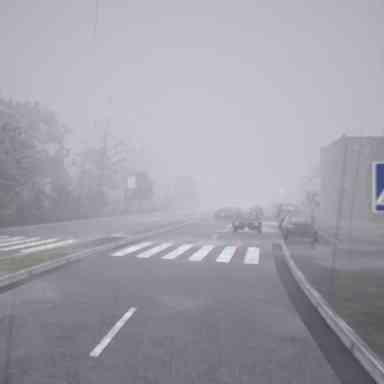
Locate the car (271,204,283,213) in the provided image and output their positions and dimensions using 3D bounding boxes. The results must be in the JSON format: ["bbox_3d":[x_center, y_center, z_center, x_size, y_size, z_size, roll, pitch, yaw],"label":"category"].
[{"bbox_3d":[16.025,3.066,62.972,2.097,1.535,5.008,1,-1,13],"label":"car"}]

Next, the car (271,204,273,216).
[{"bbox_3d":[11.148,2.570,41.296,2.002,1.452,4.674,1,-1,13],"label":"car"}]

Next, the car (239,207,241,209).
[{"bbox_3d":[6.240,2.700,48.527,1.895,1.301,4.718,1,-1,13],"label":"car"}]

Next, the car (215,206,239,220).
[{"bbox_3d":[3.797,2.394,37.677,1.994,1.385,4.181,1,-1,13],"label":"car"}]

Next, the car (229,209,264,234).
[{"bbox_3d":[4.009,2.153,23.718,1.895,1.301,4.718,1,-1,12],"label":"car"}]

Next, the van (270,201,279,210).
[{"bbox_3d":[19.693,3.243,79.262,1.878,1.987,4.442,1,-1,13],"label":"van"}]

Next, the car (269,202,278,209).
[{"bbox_3d":[22.083,3.606,89.893,2.185,1.767,4.553,1,-1,13],"label":"car"}]

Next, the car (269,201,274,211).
[{"bbox_3d":[13.597,2.674,52.172,2.185,1.767,4.553,1,-1,13],"label":"car"}]

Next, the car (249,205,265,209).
[{"bbox_3d":[9.050,2.619,46.495,1.837,1.490,4.892,1,-1,13],"label":"car"}]

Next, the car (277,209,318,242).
[{"bbox_3d":[6.331,2.039,19.796,2.002,1.452,4.674,3,-1,13],"label":"car"}]

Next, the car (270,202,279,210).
[{"bbox_3d":[20.871,3.473,84.505,2.185,1.767,4.553,1,-1,13],"label":"car"}]

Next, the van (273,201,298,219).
[{"bbox_3d":[8.755,2.041,30.640,1.878,1.987,4.442,1,-1,13],"label":"van"}]
